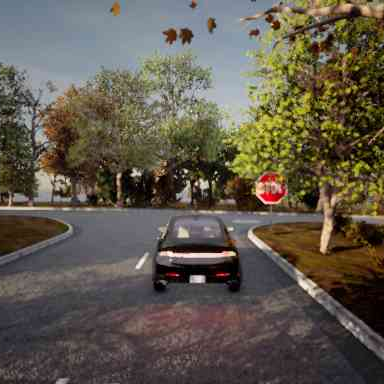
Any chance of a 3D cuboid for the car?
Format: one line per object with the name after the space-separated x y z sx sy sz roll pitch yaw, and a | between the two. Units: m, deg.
0.105 1.340 8.524 2.128 1.511 4.902 0 1 0 | car
